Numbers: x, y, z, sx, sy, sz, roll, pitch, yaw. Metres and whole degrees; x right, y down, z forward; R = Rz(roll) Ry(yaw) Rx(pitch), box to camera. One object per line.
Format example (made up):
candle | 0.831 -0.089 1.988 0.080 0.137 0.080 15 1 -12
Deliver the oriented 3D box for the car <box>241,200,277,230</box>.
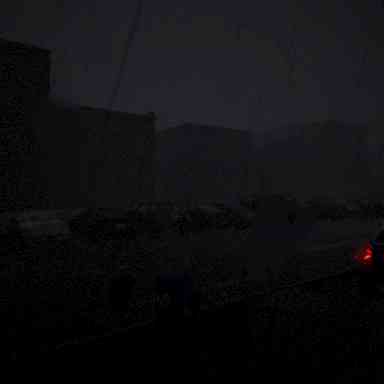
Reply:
car | 2.472 1.419 20.564 2.163 1.488 4.792 0 0 -36

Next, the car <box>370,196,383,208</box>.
car | 13.670 1.333 28.608 2.097 1.535 5.008 0 0 -36

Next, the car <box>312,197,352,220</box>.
car | 9.166 1.384 25.427 2.163 1.488 4.792 0 0 -36

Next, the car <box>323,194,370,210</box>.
car | 11.406 1.218 27.033 2.185 1.767 4.553 0 0 -36

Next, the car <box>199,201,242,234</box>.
car | 0.217 1.404 18.980 2.097 1.535 5.008 0 0 -36

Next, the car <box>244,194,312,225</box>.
car | 4.681 1.126 22.216 2.435 2.045 5.566 0 0 -36

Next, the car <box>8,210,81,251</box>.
car | -6.540 1.494 14.147 2.002 1.452 4.674 0 0 -36

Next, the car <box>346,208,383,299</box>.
car | 5.598 1.296 7.122 4.553 1.767 2.097 0 0 -36

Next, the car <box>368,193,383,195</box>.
car | 20.405 1.076 33.400 2.435 2.045 5.566 0 0 -36

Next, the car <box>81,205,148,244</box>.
car | -4.286 1.465 15.799 2.163 1.488 4.792 0 0 -36

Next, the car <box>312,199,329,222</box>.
car | 6.942 1.405 23.796 2.002 1.452 4.674 0 0 -36

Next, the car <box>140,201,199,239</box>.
car | -2.010 1.294 17.354 2.185 1.767 4.553 0 0 -36
